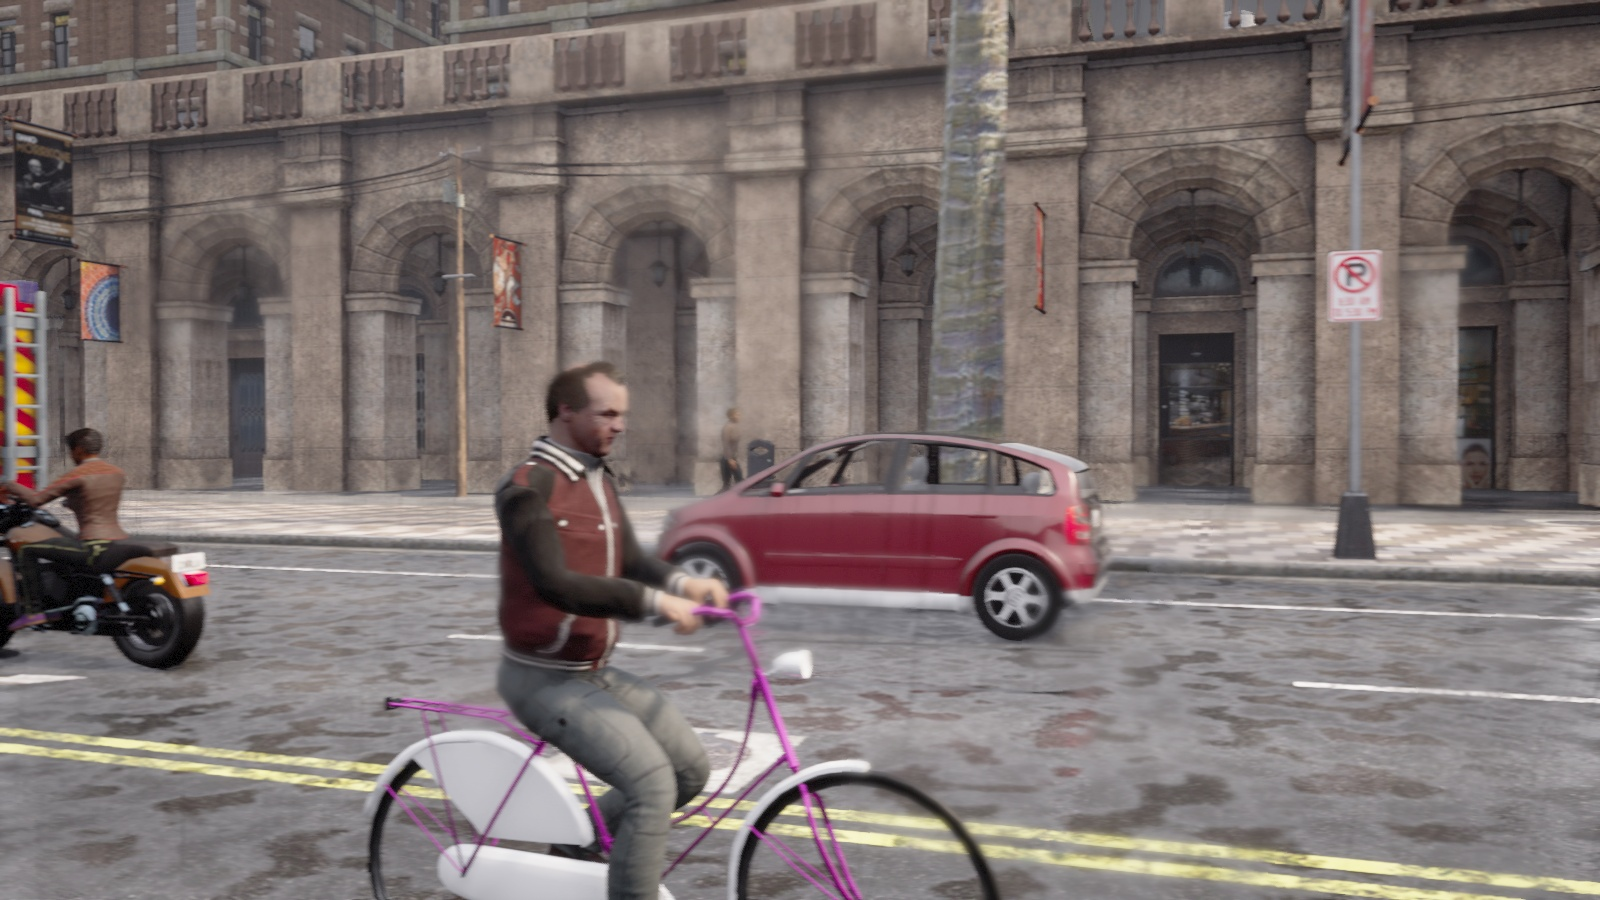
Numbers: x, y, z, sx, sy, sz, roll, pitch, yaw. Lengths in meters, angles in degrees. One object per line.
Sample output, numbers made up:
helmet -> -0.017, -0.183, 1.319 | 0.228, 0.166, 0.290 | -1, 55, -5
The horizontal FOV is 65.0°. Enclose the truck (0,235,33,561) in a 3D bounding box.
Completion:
truck -> -13.766, -0.632, 15.130 | 8.468, 3.827, 2.891 | 1, 1, 18

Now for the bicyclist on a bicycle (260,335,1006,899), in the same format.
bicyclist on a bicycle -> -0.434, 0.641, 3.337 | 1.843, 1.776, 0.659 | 0, 1, 19

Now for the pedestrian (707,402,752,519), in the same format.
pedestrian -> -1.129, 0.157, 20.108 | 0.634, 1.846, 0.331 | 1, 1, 23

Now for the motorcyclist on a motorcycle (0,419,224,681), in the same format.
motorcyclist on a motorcycle -> -5.198, 0.619, 8.645 | 2.350, 1.649, 0.766 | 0, 1, 19

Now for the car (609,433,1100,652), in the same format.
car -> 0.497, 0.640, 10.411 | 3.705, 1.549, 1.789 | 1, 1, 19
